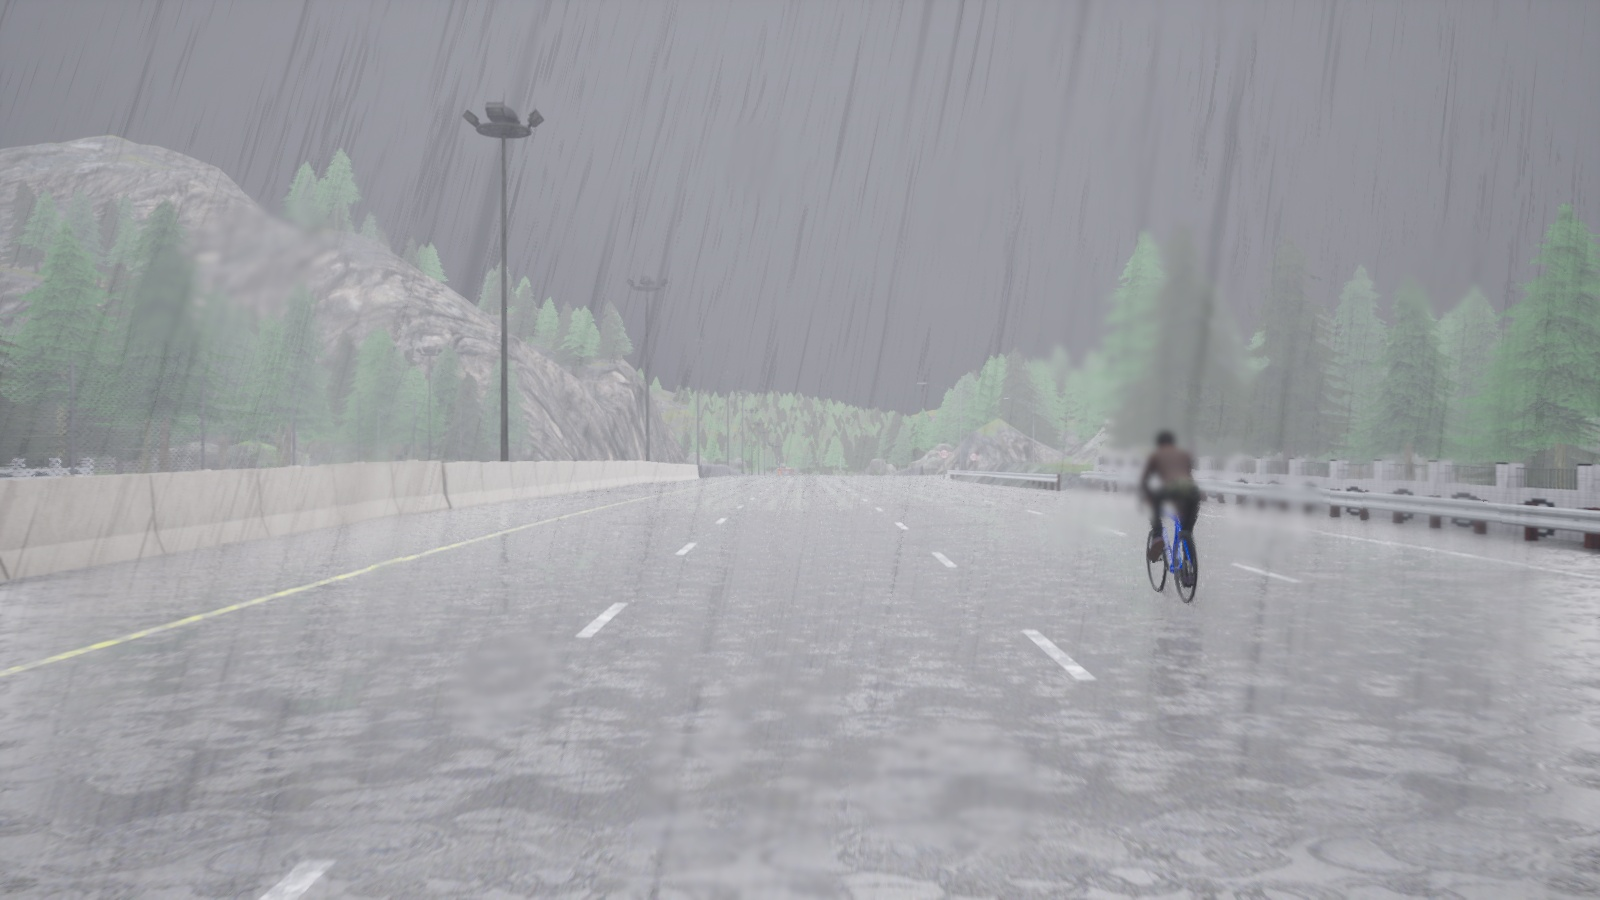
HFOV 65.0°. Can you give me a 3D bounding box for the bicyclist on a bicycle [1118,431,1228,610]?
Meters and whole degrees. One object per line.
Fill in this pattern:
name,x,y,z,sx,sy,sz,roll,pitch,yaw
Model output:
bicyclist on a bicycle,3.585,0.641,12.203,0.582,1.620,1.656,0,0,0
